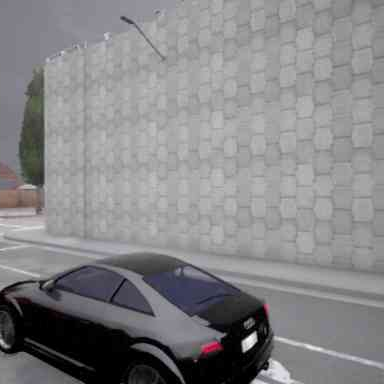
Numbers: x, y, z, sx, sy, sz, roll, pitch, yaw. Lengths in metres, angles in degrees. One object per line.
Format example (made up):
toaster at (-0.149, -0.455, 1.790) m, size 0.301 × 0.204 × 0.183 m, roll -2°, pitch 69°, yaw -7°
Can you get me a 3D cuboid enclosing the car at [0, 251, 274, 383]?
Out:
car at (-1.020, 1.575, 4.723) m, size 4.181 × 1.385 × 1.994 m, roll 0°, pitch 0°, yaw 35°
